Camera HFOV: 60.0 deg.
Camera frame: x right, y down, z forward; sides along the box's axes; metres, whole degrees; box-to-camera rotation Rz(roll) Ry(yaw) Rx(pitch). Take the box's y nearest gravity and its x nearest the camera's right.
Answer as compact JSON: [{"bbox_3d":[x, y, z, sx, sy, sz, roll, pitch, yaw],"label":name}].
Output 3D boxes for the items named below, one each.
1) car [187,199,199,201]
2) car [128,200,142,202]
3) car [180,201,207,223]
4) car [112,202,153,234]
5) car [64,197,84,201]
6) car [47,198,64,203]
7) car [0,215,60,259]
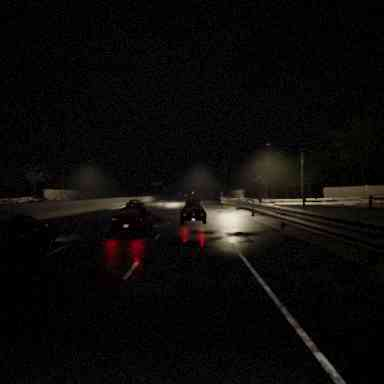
[{"bbox_3d":[0.105,1.579,42.820,1.882,1.535,5.008,0,0,0],"label":"car"},{"bbox_3d":[-6.895,1.640,40.504,2.033,1.411,5.357,0,0,0],"label":"car"},{"bbox_3d":[0.103,1.648,25.614,1.895,1.301,4.718,0,0,0],"label":"car"},{"bbox_3d":[-3.397,1.558,19.432,1.812,1.442,4.674,0,0,0],"label":"car"},{"bbox_3d":[-20.993,1.694,60.557,1.882,1.535,5.008,0,0,0],"label":"car"},{"bbox_3d":[-24.493,1.791,60.110,1.895,1.301,4.718,0,0,0],"label":"car"},{"bbox_3d":[-6.898,1.567,12.597,2.033,1.411,5.357,0,0,0],"label":"car"}]
